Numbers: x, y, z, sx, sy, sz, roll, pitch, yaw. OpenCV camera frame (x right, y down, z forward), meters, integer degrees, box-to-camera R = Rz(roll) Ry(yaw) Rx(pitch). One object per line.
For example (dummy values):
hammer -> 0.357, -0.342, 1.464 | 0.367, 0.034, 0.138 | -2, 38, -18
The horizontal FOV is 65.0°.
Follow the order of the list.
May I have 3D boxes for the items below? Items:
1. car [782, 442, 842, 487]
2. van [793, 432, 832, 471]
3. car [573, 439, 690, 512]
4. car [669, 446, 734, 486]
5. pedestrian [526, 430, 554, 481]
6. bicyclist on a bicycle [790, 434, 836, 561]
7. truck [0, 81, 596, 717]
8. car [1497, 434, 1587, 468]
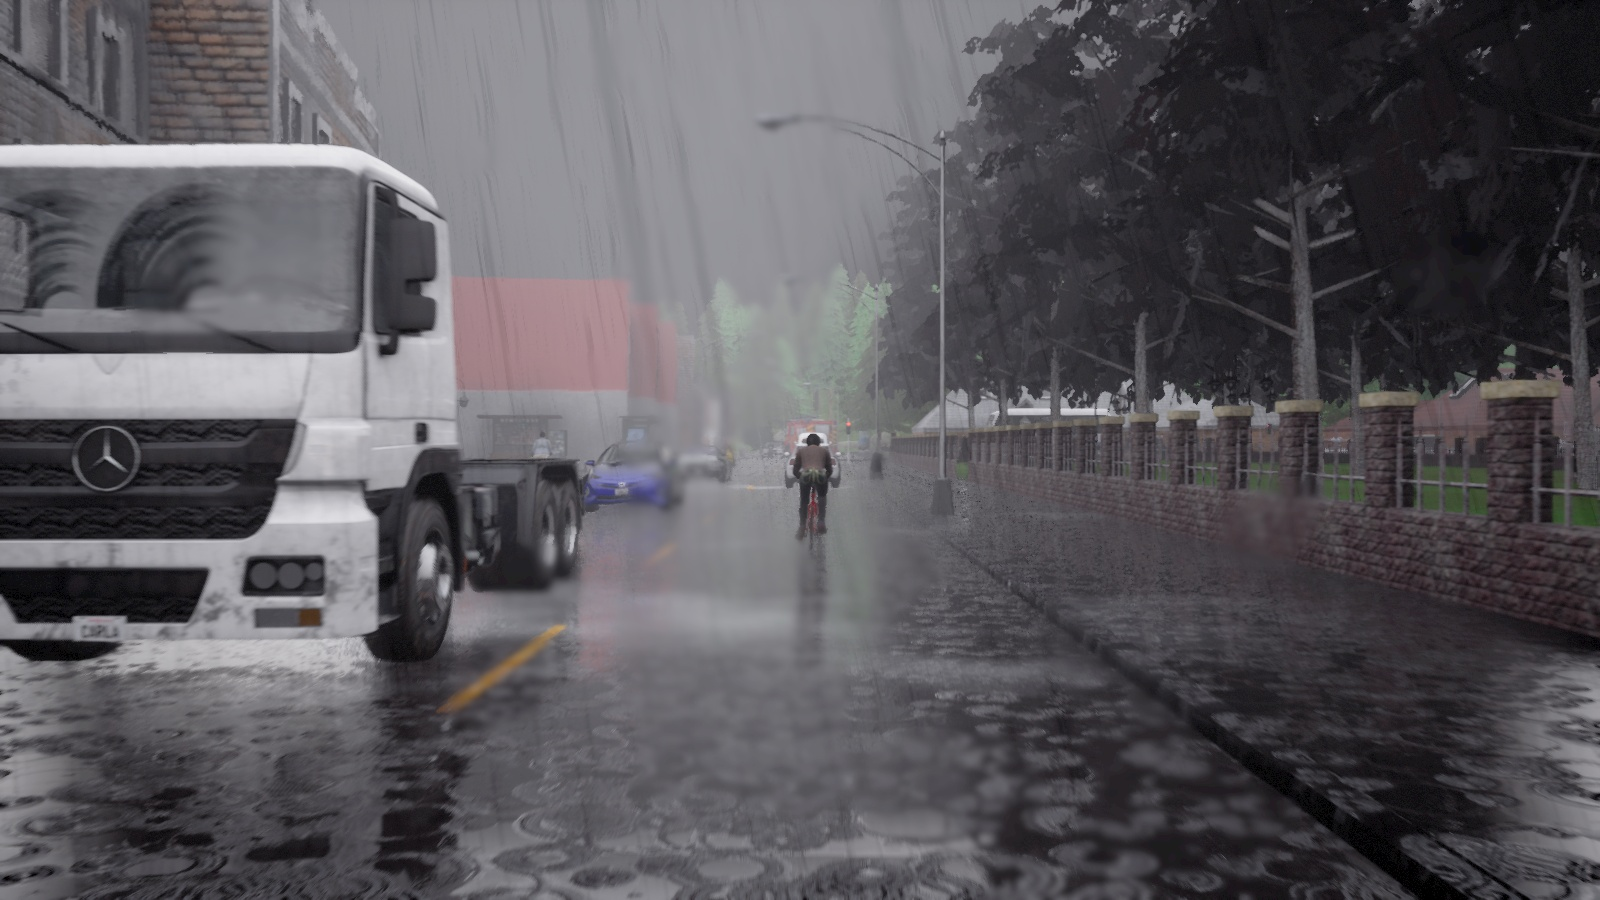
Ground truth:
car -> 0.420, 0.469, 43.220 | 1.970, 1.475, 3.806 | 0, 0, 1
van -> 0.674, 0.088, 67.834 | 2.069, 2.038, 4.480 | 0, 0, 1
car -> -3.720, 0.530, 28.503 | 2.007, 1.525, 4.514 | 0, 0, 1
car -> -3.554, 0.550, 45.809 | 1.994, 1.385, 4.181 | 0, 0, 1
pedestrian -> -9.560, 0.188, 46.232 | 0.874, 1.855, 0.900 | 0, 0, -3
bicyclist on a bicycle -> 0.173, 0.605, 16.771 | 0.582, 1.620, 1.656 | 0, 0, 1
truck -> -3.879, -0.300, 10.827 | 2.891, 3.462, 7.936 | 0, 0, 1
car -> 46.026, 0.062, 78.039 | 2.150, 2.045, 5.566 | 0, 0, -2
